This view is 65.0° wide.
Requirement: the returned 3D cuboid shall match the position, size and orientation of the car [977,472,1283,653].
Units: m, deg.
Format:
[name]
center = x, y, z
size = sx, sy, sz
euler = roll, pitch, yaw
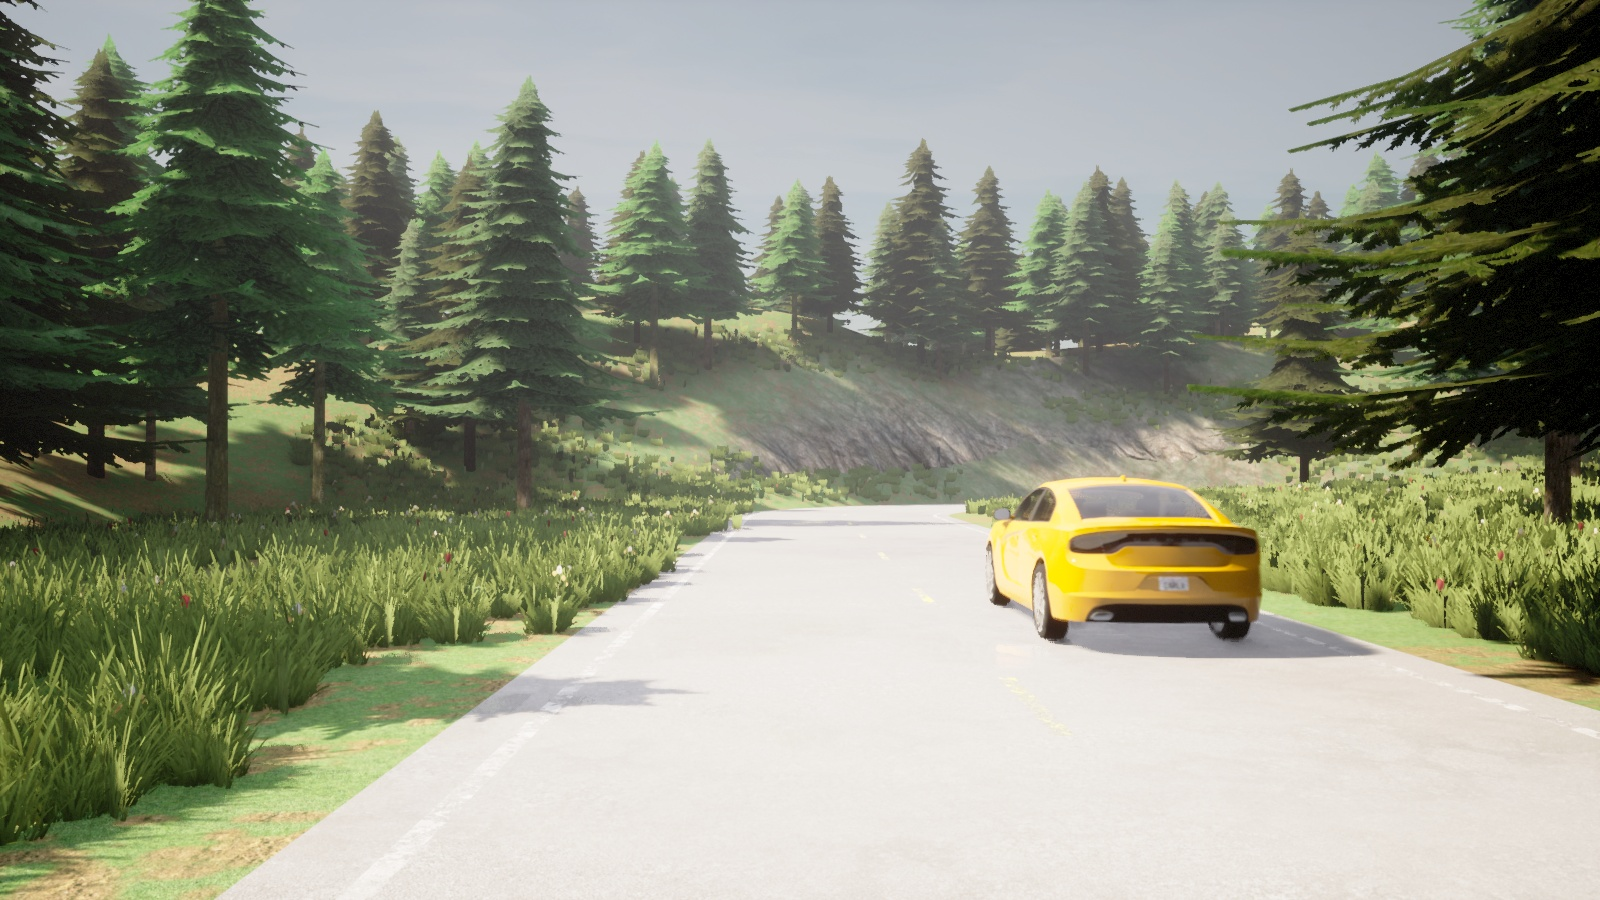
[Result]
[car]
center = 3.167, 1.001, 13.224
size = 1.882, 1.535, 5.008
euler = 0, -1, 0
